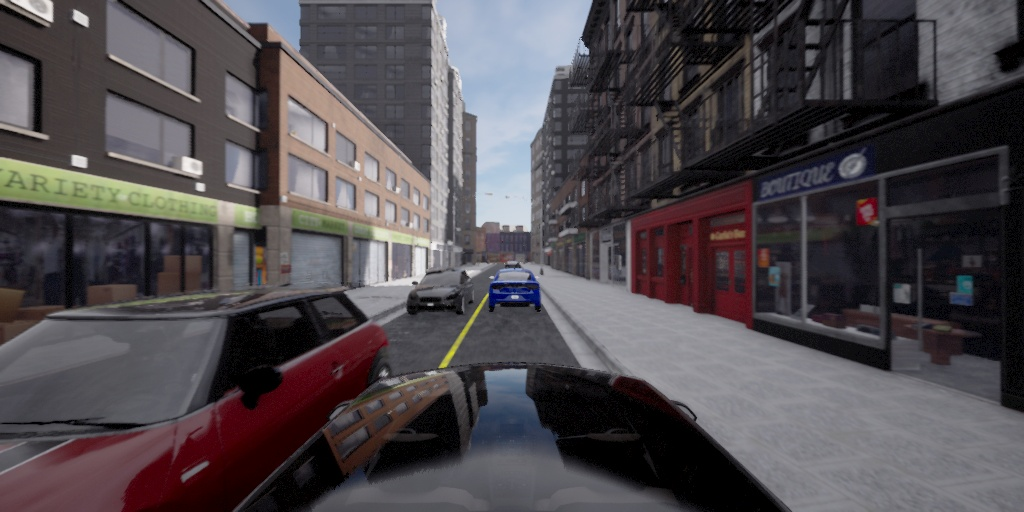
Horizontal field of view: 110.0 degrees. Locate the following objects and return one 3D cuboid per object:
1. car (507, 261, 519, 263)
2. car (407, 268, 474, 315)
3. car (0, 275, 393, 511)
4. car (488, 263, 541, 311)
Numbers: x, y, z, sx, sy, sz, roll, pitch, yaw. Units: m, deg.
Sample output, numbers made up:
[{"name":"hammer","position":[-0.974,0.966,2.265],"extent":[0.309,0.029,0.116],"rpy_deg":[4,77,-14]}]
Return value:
[{"name":"car","position":[0.099,1.259,41.029],"extent":[1.882,1.535,5.008],"rpy_deg":[0,0,0]},{"name":"car","position":[-2.545,1.259,13.707],"extent":[1.837,1.490,4.892],"rpy_deg":[0,0,0]},{"name":"car","position":[-2.591,1.102,2.743],"extent":[2.097,1.767,4.553],"rpy_deg":[0,0,0]},{"name":"car","position":[0.099,1.234,14.549],"extent":[1.882,1.535,5.008],"rpy_deg":[0,0,0]}]
